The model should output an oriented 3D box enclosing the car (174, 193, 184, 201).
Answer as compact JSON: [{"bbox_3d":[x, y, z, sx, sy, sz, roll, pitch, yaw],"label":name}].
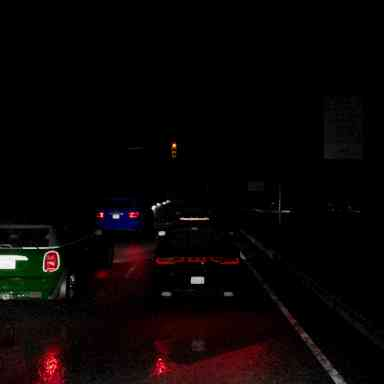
[{"bbox_3d":[-3.412,1.218,85.608,2.150,2.045,5.566,0,0,0],"label":"car"}]

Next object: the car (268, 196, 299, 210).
[{"bbox_3d":[11.989,1.352,41.936,4.553,1.767,2.097,0,0,3],"label":"car"}]

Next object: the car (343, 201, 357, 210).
[{"bbox_3d":[20.570,1.562,41.446,4.181,1.385,1.994,0,0,3],"label":"car"}]

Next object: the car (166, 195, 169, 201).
[{"bbox_3d":[-6.923,1.478,75.347,1.882,1.535,5.008,0,0,0],"label":"car"}]

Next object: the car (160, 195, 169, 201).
[{"bbox_3d":[-6.913,1.459,85.372,1.882,1.535,5.008,0,0,0],"label":"car"}]

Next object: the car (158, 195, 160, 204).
[{"bbox_3d":[-7.029,1.505,55.758,1.837,1.490,4.892,0,0,0],"label":"car"}]

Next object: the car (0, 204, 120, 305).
[{"bbox_3d":[-3.392,1.352,8.234,2.097,1.767,4.553,0,0,0],"label":"car"}]

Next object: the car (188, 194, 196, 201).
[{"bbox_3d":[0.088,1.348,85.927,2.097,1.767,4.553,0,0,0],"label":"car"}]

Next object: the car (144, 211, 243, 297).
[{"bbox_3d":[0.109,1.478,8.609,1.882,1.535,5.008,0,0,0],"label":"car"}]

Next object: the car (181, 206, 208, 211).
[{"bbox_3d":[0.119,1.491,18.108,2.128,1.511,4.902,0,0,0],"label":"car"}]

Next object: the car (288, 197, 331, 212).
[{"bbox_3d":[13.746,1.564,38.328,4.181,1.385,1.994,0,0,3],"label":"car"}]

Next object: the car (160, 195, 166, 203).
[{"bbox_3d":[-6.964,1.547,65.538,2.033,1.411,5.357,0,0,1],"label":"car"}]

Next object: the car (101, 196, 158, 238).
[{"bbox_3d":[-3.402,1.221,17.852,2.150,2.045,5.566,0,0,1],"label":"car"}]
